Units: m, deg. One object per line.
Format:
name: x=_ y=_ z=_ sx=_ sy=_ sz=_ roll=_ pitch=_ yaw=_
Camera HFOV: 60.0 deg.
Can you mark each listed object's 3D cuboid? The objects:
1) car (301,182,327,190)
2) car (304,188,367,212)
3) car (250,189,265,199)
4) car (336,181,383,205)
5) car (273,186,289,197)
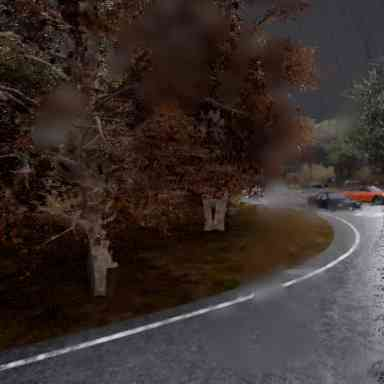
car: x=22.547 y=-1.086 z=61.502 sx=4.718 sy=1.301 sz=1.895 roll=-4 pitch=2 yaw=-19
car: x=11.212 y=0.733 z=26.784 sx=2.033 sy=1.411 sz=5.357 roll=-3 pitch=2 yaw=-7
car: x=9.304 y=0.081 z=47.266 sx=1.812 sy=1.442 sz=4.674 roll=-3 pitch=2 yaw=16
car: x=15.895 y=0.190 z=30.070 sx=2.097 sy=1.767 sz=4.553 roll=-4 pitch=2 yaw=-36
car: x=12.708 y=-0.099 z=47.593 sx=1.812 sy=1.442 sz=4.674 roll=-3 pitch=2 yaw=21
